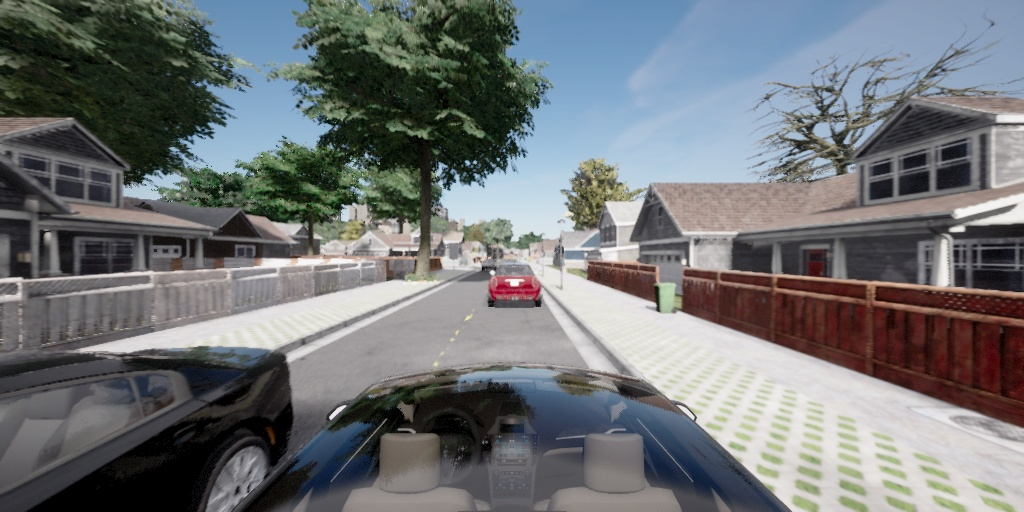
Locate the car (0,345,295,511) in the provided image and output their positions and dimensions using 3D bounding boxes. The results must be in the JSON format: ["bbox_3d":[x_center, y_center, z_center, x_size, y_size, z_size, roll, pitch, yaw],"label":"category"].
[{"bbox_3d":[-2.851,1.231,1.083,1.882,1.535,5.008,0,0,0],"label":"car"}]

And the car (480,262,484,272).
[{"bbox_3d":[-2.744,1.145,43.935,1.837,1.490,4.892,0,0,0],"label":"car"}]

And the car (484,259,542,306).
[{"bbox_3d":[0.103,1.044,15.538,2.097,1.767,4.553,0,0,0],"label":"car"}]
